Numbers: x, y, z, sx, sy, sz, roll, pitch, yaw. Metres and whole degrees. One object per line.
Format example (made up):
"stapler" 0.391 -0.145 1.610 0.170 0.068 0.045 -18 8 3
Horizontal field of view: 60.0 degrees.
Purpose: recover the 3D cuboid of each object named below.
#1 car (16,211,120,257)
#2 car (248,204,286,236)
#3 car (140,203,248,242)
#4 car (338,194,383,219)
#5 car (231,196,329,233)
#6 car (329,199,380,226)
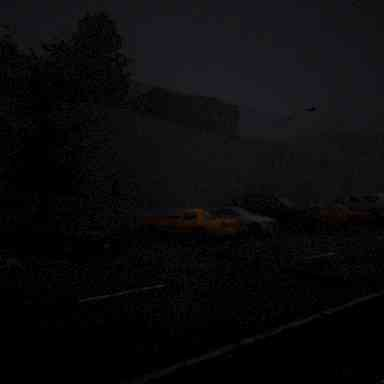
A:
"car" -4.948 1.523 13.012 4.792 1.488 2.163 -1 -1 35
"car" 2.363 1.529 18.256 4.674 1.452 2.002 -1 -1 34
"car" -0.237 1.493 16.610 5.366 1.575 1.946 -1 0 35
"car" 12.122 1.177 25.237 5.566 2.045 2.435 -1 0 35
"car" 4.837 1.233 19.986 5.566 2.045 2.435 -1 -1 35
"car" 9.856 1.445 23.377 5.366 1.575 1.946 -1 -1 35
